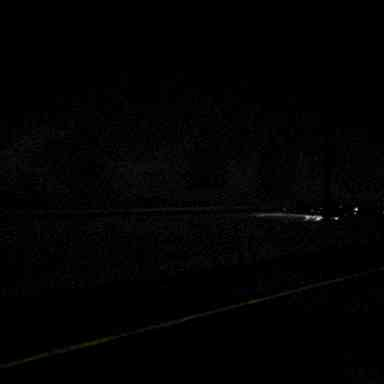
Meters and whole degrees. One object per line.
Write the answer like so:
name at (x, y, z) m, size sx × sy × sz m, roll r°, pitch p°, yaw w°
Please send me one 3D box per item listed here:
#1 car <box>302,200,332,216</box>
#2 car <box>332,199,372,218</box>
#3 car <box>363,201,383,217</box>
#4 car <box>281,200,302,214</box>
car at (14.314, 1.713, 35.521) m, size 4.892 × 1.490 × 1.837 m, roll 0°, pitch 0°, yaw -35°
car at (16.296, 1.563, 32.636) m, size 4.553 × 1.767 × 2.097 m, roll 0°, pitch 0°, yaw -35°
car at (17.750, 1.757, 29.382) m, size 5.357 × 1.411 × 2.033 m, roll 0°, pitch 0°, yaw -35°
car at (12.298, 1.697, 38.382) m, size 4.902 × 1.511 × 2.128 m, roll 0°, pitch 0°, yaw -35°
